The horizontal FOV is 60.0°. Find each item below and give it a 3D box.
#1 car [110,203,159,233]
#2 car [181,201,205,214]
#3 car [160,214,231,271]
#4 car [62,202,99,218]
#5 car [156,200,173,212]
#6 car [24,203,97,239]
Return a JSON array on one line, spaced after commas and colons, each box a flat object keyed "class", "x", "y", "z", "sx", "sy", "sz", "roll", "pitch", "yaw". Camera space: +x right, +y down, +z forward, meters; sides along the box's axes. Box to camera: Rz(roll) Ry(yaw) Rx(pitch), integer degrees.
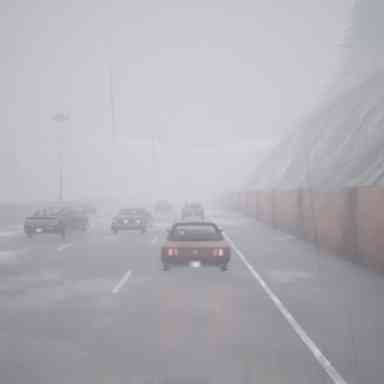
[{"class": "car", "x": -3.414, "y": 1.581, "z": 19.676, "sx": 2.033, "sy": 1.411, "sz": 5.357, "roll": 0, "pitch": 0, "yaw": 0}, {"class": "car", "x": 0.081, "y": 1.536, "z": 28.757, "sx": 2.128, "sy": 1.511, "sz": 4.902, "roll": 0, "pitch": 0, "yaw": 0}, {"class": "car", "x": 0.096, "y": 1.618, "z": 10.968, "sx": 1.895, "sy": 1.301, "sz": 4.718, "roll": 0, "pitch": 0, "yaw": 0}, {"class": "car", "x": -10.420, "y": 1.657, "z": 31.401, "sx": 1.895, "sy": 1.301, "sz": 4.718, "roll": 0, "pitch": 0, "yaw": 0}, {"class": "car", "x": -3.429, "y": 1.629, "z": 40.559, "sx": 1.994, "sy": 1.385, "sz": 4.181, "roll": 0, "pitch": 0, "yaw": 0}, {"class": "car", "x": -6.910, "y": 1.523, "z": 17.427, "sx": 2.128, "sy": 1.511, "sz": 4.902, "roll": 0, "pitch": 0, "yaw": 0}]
